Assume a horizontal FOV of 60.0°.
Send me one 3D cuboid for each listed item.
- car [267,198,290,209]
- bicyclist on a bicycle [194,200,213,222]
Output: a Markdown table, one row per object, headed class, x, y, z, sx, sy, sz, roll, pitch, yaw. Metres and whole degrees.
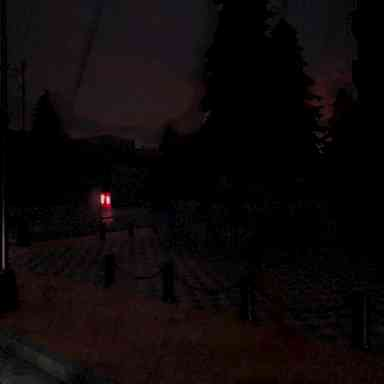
| class | x | y | z | sx | sy | sz | roll | pitch | yaw |
| --- | --- | --- | --- | --- | --- | --- | --- | --- | --- |
| car | 11.858 | 1.555 | 45.572 | 1.882 | 1.535 | 5.008 | 0 | 0 | 34 |
| bicyclist on a bicycle | 0.781 | 1.362 | 22.929 | 1.656 | 1.620 | 0.582 | -1 | 0 | 35 |
